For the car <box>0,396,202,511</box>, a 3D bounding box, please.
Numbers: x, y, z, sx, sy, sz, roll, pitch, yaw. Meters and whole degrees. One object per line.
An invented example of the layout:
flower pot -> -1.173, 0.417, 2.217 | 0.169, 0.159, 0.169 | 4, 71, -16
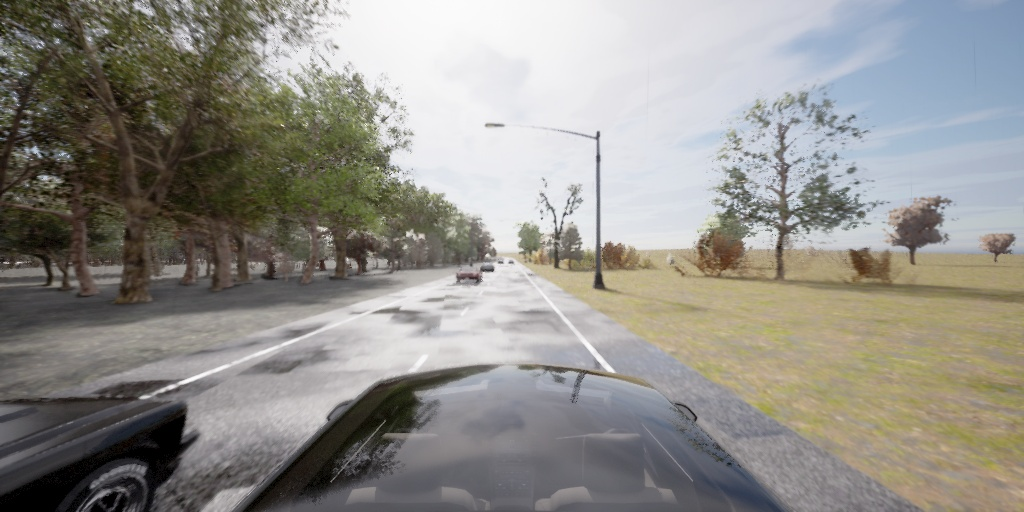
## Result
car -> -3.499, 1.344, 0.789 | 1.895, 1.301, 4.718 | 0, 0, 0

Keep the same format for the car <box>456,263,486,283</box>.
car -> -3.556, 1.550, 30.756 | 1.895, 1.301, 4.718 | 0, 0, 0

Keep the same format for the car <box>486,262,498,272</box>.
car -> -3.602, 1.662, 54.131 | 1.994, 1.385, 4.181 | 0, 0, 0
